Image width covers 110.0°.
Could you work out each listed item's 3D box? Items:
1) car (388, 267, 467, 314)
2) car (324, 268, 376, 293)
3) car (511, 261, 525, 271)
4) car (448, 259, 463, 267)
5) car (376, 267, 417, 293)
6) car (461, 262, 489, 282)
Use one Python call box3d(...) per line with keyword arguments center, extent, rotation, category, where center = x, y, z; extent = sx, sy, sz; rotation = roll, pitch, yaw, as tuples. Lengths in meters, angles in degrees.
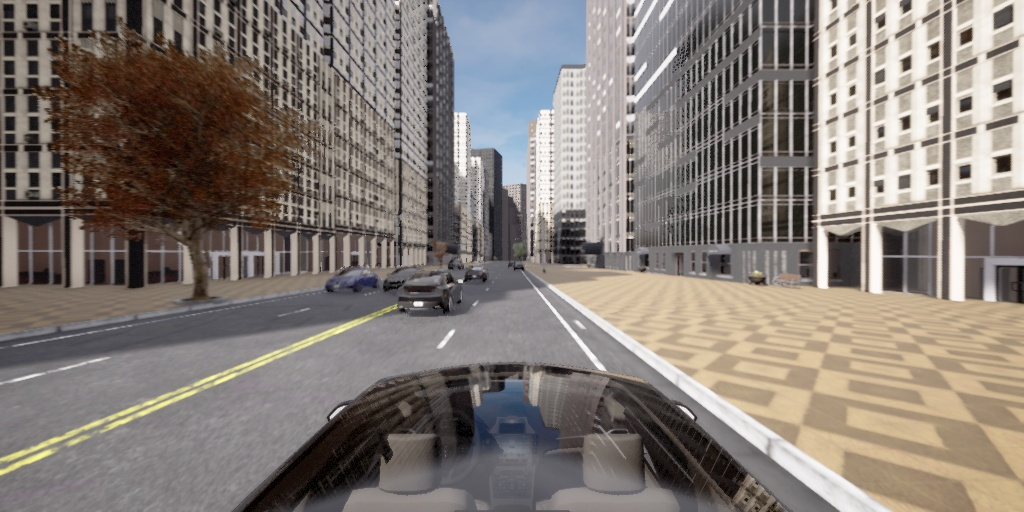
box3d(center=(-3.149, 1.372, 14.499), extent=(1.837, 1.490, 4.892), rotation=(0, 0, 0), category="car")
box3d(center=(-9.849, 1.463, 22.496), extent=(1.812, 1.442, 4.674), rotation=(0, -1, 0), category="car")
box3d(center=(1.137, 1.781, 59.772), extent=(1.837, 1.490, 4.892), rotation=(0, -1, 0), category="car")
box3d(center=(-9.772, 1.554, 62.798), extent=(2.150, 2.045, 5.566), rotation=(0, -1, 1), category="car")
box3d(center=(-6.597, 1.444, 22.677), extent=(1.837, 1.490, 4.892), rotation=(0, -1, 0), category="car")
box3d(center=(-3.151, 1.552, 32.296), extent=(1.812, 1.442, 4.674), rotation=(0, 0, 0), category="car")
